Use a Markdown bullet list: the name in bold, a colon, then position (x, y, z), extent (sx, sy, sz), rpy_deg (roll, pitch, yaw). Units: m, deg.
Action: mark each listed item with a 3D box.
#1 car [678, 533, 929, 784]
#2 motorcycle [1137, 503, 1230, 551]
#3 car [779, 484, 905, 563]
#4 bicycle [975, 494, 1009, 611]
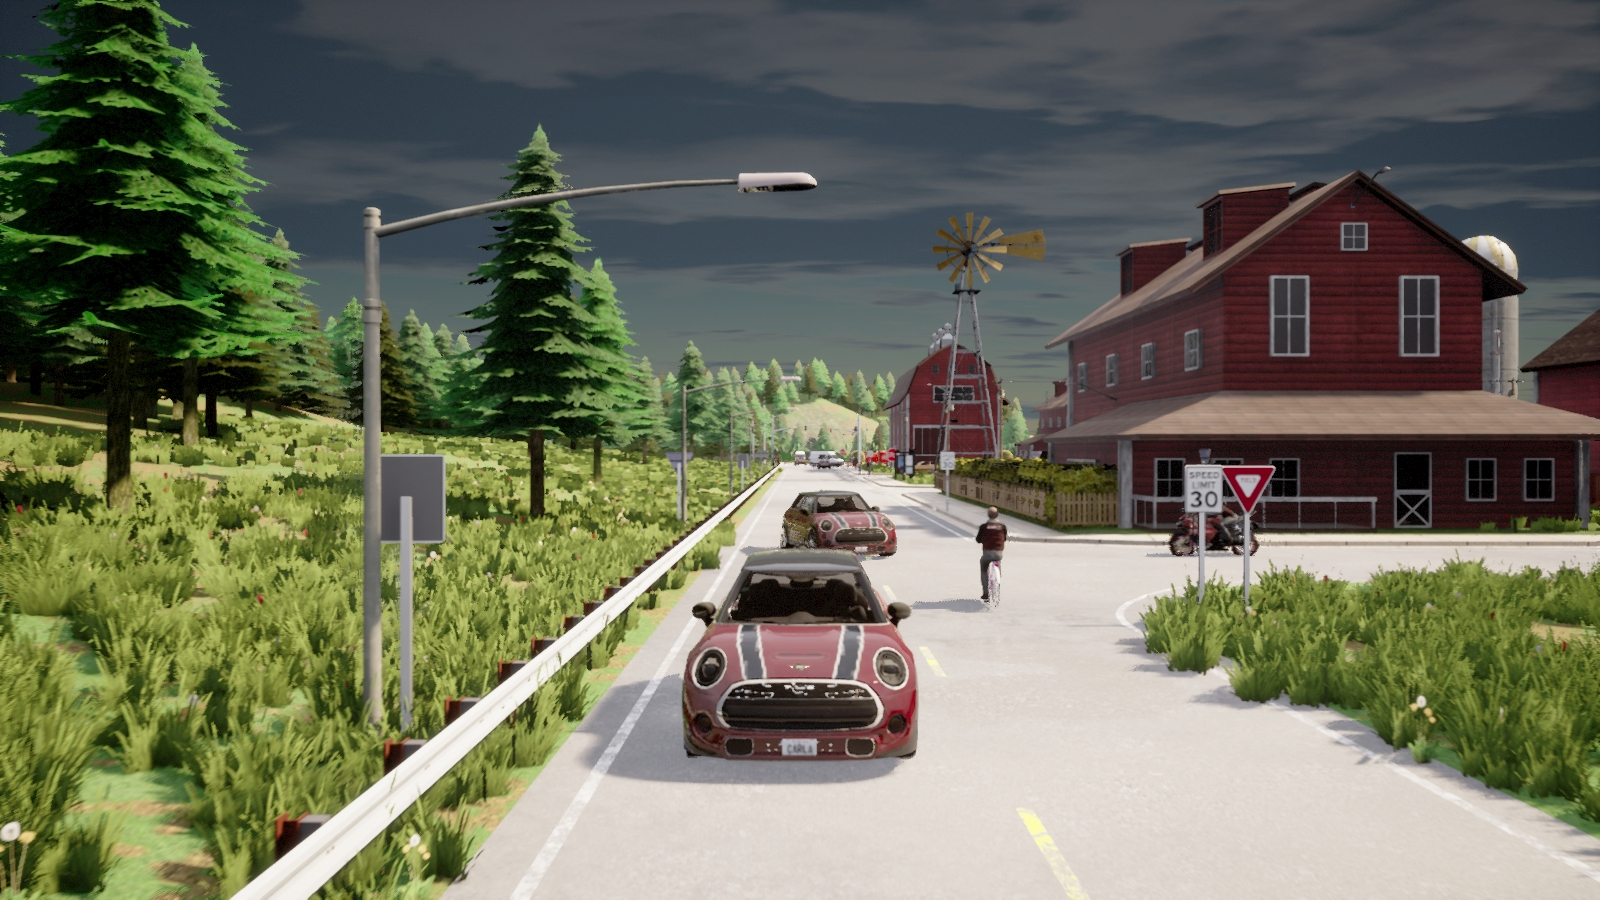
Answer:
- **car**: position (0.050, 1.906, 11.809), extent (2.097, 1.767, 4.553), rpy_deg (0, 0, 1)
- **motorcycle**: position (10.338, 2.065, 30.823), extent (2.209, 1.251, 0.867), rpy_deg (0, 0, 0)
- **car**: position (0.999, 1.875, 30.347), extent (2.097, 1.767, 4.553), rpy_deg (-1, 0, -15)
- **bicycle**: position (3.471, 1.821, 20.742), extent (0.329, 1.919, 1.835), rpy_deg (0, 1, 0)
